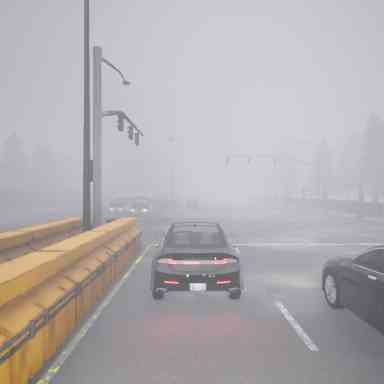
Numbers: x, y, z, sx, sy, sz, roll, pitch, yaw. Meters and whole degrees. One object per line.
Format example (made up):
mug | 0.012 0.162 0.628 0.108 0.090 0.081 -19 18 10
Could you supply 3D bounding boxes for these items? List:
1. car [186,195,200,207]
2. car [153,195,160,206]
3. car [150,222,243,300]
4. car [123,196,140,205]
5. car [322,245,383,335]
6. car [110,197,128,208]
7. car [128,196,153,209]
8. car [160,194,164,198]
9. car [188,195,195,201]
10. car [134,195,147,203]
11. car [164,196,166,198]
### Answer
car | 0.071 1.525 49.895 1.812 1.442 4.674 0 0 0
car | -7.155 1.547 55.983 2.033 1.411 5.357 0 0 0
car | 0.074 1.492 8.401 2.128 1.511 4.902 0 0 -1
car | -10.647 1.492 58.982 2.128 1.511 4.902 0 0 0
car | 3.595 1.505 4.989 1.837 1.490 4.892 0 0 0
car | -10.657 1.547 49.196 2.033 1.411 5.357 0 0 0
car | -7.154 1.352 46.508 2.097 1.767 4.553 0 0 0
car | -7.116 1.526 65.796 1.812 1.442 4.674 0 0 0
car | -0.107 1.553 88.905 1.994 1.385 4.181 0 0 0
car | -10.583 1.478 69.071 1.882 1.535 5.008 0 0 0
car | -7.091 1.355 75.772 2.097 1.767 4.553 0 0 0
